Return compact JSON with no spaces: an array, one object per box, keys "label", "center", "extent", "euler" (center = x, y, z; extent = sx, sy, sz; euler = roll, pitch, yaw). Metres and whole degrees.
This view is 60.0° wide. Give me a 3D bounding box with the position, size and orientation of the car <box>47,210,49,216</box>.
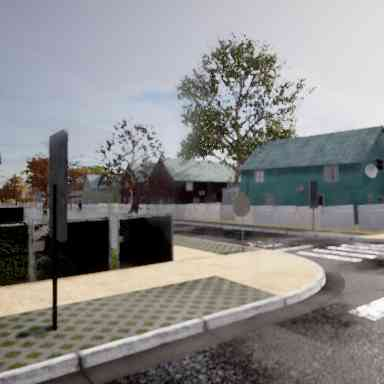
[{"label":"car","center":[-18.956,2.730,46.859],"extent":[1.895,1.301,4.718],"euler":[0,-2,-35]}]
